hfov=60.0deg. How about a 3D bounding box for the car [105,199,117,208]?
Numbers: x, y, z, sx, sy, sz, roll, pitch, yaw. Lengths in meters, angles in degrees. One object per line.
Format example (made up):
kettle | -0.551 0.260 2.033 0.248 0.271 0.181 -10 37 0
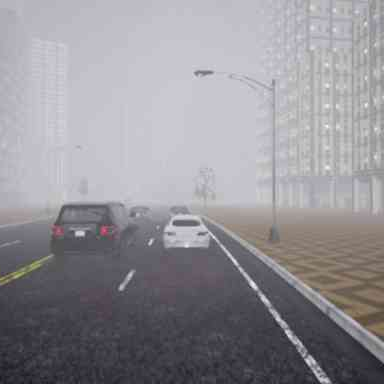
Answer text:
car | -15.459 2.165 63.635 1.812 1.442 4.674 0 -1 -10

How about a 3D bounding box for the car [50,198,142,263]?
car | -3.463 1.356 12.730 2.150 2.045 5.566 0 0 -2

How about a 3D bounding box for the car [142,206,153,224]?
car | -4.305 1.830 27.681 2.033 1.411 5.357 0 -1 -4

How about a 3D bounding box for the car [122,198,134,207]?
car | -12.293 1.999 64.364 2.097 1.767 4.553 0 -1 -10

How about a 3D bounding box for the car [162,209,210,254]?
car | -0.262 1.671 14.128 1.812 1.442 4.674 0 0 -2

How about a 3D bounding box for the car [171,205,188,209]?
car | -1.066 1.833 27.937 2.033 1.411 5.357 0 -1 -4
